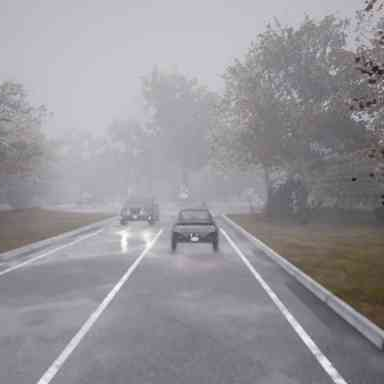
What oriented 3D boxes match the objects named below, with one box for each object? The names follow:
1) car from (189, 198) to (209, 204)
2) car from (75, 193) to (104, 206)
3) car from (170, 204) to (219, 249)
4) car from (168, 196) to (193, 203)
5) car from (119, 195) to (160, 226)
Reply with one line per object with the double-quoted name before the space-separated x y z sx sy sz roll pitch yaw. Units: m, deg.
"car" 0.675 1.541 31.410 1.994 1.385 4.181 0 0 9
"car" -17.003 1.180 55.488 2.150 2.045 5.566 -1 0 18
"car" 0.095 1.480 14.422 2.128 1.511 4.902 0 0 0
"car" -2.250 1.429 67.118 5.008 1.535 1.882 -1 0 -2
"car" -3.557 1.206 23.599 2.150 2.045 5.566 0 0 1
